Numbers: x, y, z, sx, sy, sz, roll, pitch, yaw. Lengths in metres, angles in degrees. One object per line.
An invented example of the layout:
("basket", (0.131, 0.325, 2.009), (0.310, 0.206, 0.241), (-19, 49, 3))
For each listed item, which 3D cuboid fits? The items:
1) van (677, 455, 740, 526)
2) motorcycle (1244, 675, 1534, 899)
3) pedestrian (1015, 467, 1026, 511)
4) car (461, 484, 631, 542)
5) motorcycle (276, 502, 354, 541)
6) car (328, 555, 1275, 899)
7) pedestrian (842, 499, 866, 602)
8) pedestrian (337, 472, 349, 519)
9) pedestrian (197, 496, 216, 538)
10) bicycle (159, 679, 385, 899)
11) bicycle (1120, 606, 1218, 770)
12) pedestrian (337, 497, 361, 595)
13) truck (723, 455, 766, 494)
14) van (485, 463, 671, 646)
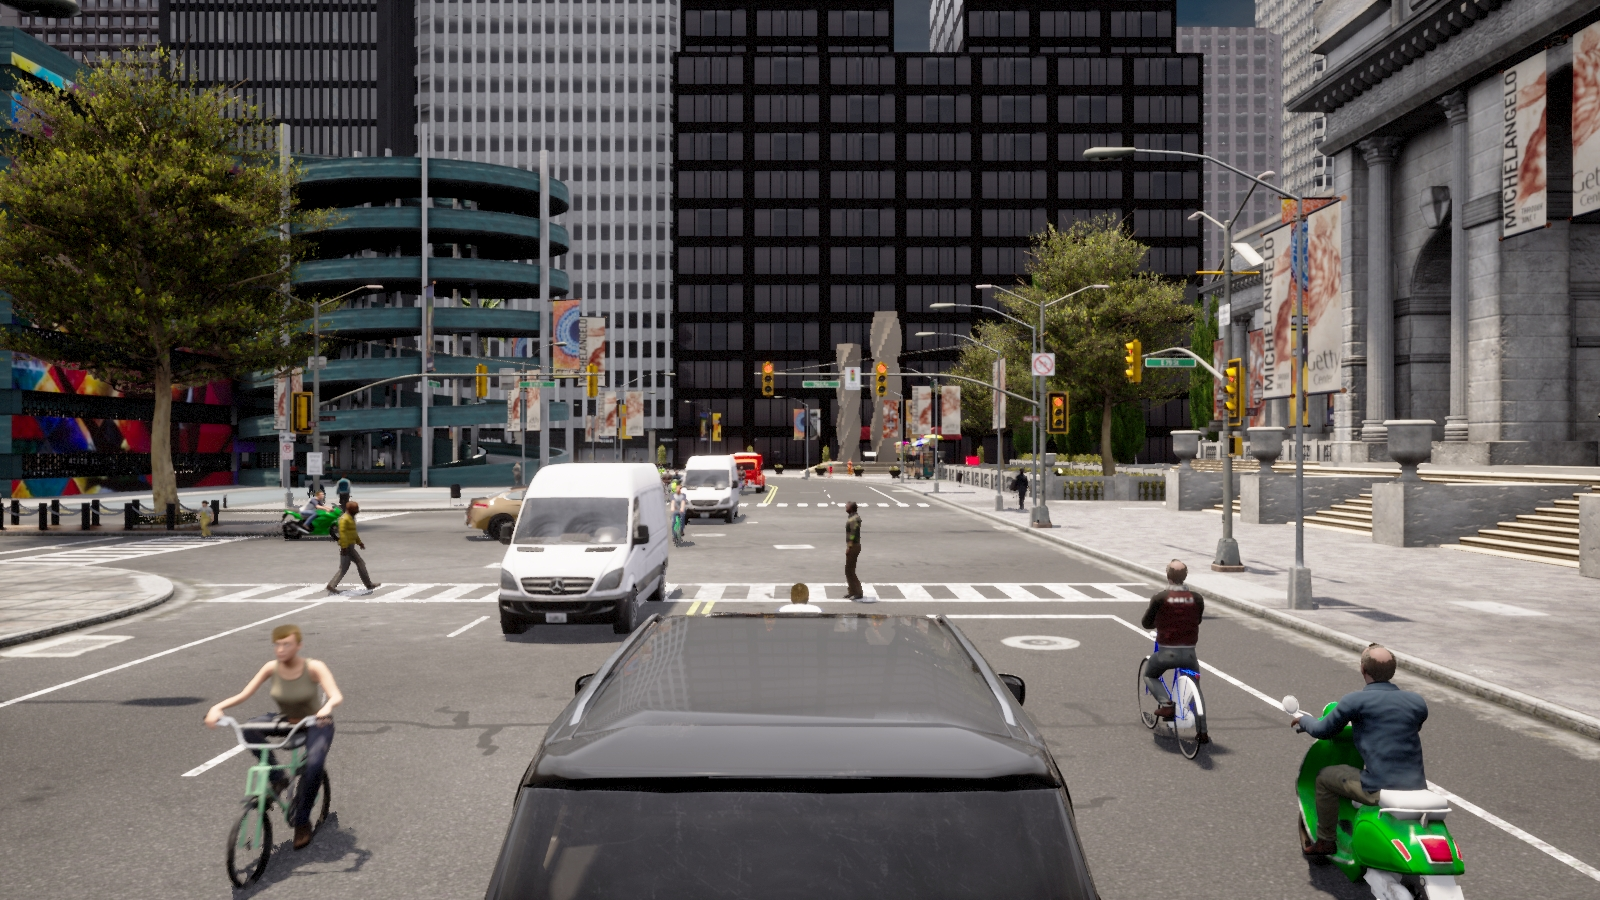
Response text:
("van", (-3.517, 1.516, 44.813), (1.988, 2.561, 5.915), (0, 0, 0))
("motorcycle", (3.509, 2.179, 7.029), (0.856, 1.236, 1.805), (0, 0, 0))
("pedestrian", (9.473, 1.677, 48.995), (0.375, 1.860, 0.375), (0, 0, -5))
("car", (-8.162, 1.977, 36.686), (5.027, 1.651, 2.152), (0, 0, -22))
("motorcycle", (-14.891, 2.199, 35.121), (2.033, 1.145, 0.803), (0, 0, -5))
("car", (0.021, 1.777, 5.375), (2.150, 2.045, 5.566), (0, 0, 0))
("pedestrian", (0.994, 1.841, 21.094), (0.375, 1.860, 0.375), (0, 0, 16))
("pedestrian", (-18.468, 1.830, 46.169), (0.375, 1.860, 0.375), (0, 0, -13))
("pedestrian", (-18.709, 2.114, 36.021), (0.375, 1.300, 0.375), (0, 0, 12))
("bicycle", (-3.528, 2.253, 7.796), (0.859, 1.080, 1.487), (0, 0, 0))
("bicycle", (3.482, 2.205, 10.903), (0.329, 1.171, 1.835), (0, 0, 0))
("pedestrian", (-8.670, 1.840, 21.970), (0.375, 1.860, 0.375), (0, 0, -10))
("truck", (-3.577, 1.539, 74.779), (2.627, 2.467, 5.204), (0, 0, -1))
("van", (-3.513, 1.526, 19.313), (1.988, 2.561, 5.915), (0, 0, 0))
